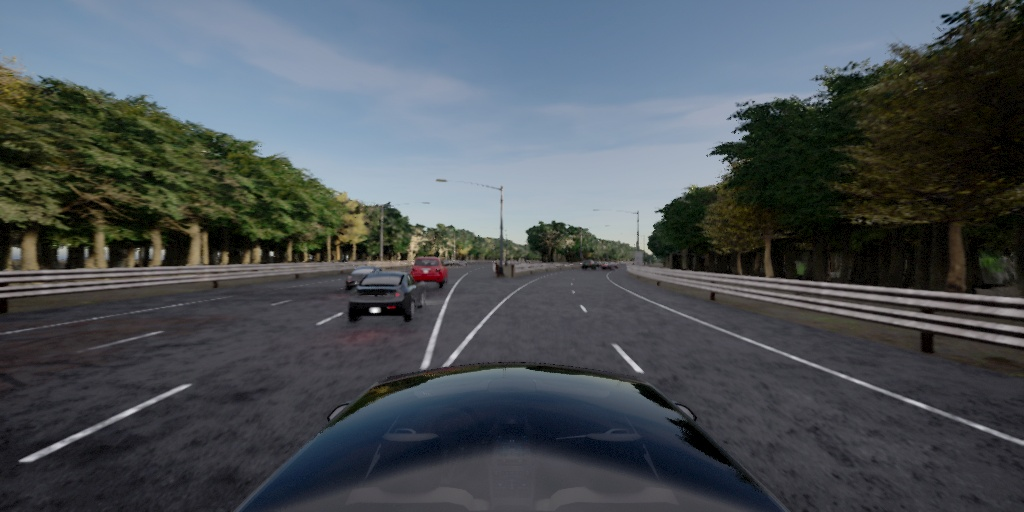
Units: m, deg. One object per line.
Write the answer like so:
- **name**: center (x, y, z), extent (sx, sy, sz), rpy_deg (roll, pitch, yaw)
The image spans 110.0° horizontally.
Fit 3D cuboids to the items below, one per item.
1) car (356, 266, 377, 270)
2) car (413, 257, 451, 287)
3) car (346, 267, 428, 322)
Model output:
- **car**: center (-8.862, 1.359, 22.373), extent (1.812, 1.442, 4.674), rpy_deg (1, 0, -7)
- **car**: center (-5.845, 1.123, 25.877), extent (2.150, 2.045, 5.566), rpy_deg (1, -1, -6)
- **car**: center (-4.193, 1.300, 12.516), extent (1.837, 1.490, 4.892), rpy_deg (0, 0, -8)
